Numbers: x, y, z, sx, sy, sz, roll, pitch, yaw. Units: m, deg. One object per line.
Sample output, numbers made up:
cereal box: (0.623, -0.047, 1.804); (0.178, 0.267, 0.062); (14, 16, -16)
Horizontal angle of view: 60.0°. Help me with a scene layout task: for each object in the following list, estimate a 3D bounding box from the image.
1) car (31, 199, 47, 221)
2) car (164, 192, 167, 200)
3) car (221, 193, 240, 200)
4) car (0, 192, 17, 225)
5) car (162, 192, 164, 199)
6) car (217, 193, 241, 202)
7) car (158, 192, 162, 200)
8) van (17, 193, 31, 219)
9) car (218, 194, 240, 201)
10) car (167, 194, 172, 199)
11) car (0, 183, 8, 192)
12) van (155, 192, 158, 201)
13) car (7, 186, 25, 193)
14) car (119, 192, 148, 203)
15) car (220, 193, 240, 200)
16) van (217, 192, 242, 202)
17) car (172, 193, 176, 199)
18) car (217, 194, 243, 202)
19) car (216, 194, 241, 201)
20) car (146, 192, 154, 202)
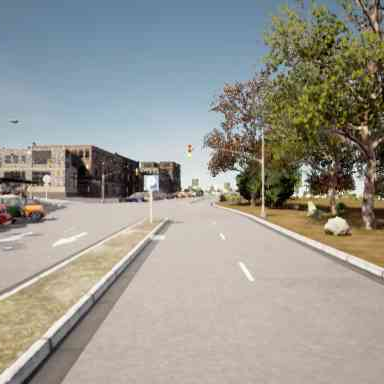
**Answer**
car: (-13.633, 1.359, 25.432); (4.553, 1.767, 2.185); (-1, 0, -19)
car: (-9.287, 1.328, 81.191); (4.674, 1.452, 2.002); (-1, 0, -13)
car: (10.337, 1.102, 89.377); (4.553, 1.767, 2.185); (1, 0, -11)
car: (-13.723, 1.222, 19.418); (5.566, 2.045, 2.435); (-1, 0, -20)
car: (-9.658, 1.327, 78.189); (4.674, 1.452, 2.002); (-1, 0, -13)
car: (7.651, 1.114, 68.807); (4.553, 1.767, 2.185); (1, 0, -14)
car: (-10.030, 1.289, 75.194); (4.892, 1.521, 2.231); (-1, 0, -14)
van: (-13.607, 1.252, 22.454); (4.442, 1.987, 1.878); (-1, 0, -19)
car: (8.700, 1.275, 77.640); (4.674, 1.452, 2.002); (1, 0, -13)
car: (-8.473, 1.328, 87.174); (4.674, 1.452, 2.002); (-1, 0, -12)
car: (-31.171, -0.470, 54.163); (2.435, 2.045, 5.566); (6, -3, -19)
van: (-10.257, 1.060, 72.223); (4.442, 1.987, 1.878); (-1, 0, -14)
car: (-28.177, 0.093, 54.103); (2.002, 1.452, 4.674); (6, -3, -19)
car: (-11.459, 1.322, 63.239); (4.792, 1.488, 2.163); (-1, 0, -15)
car: (9.439, 1.105, 83.507); (4.553, 1.767, 2.185); (1, 0, -12)
van: (7.268, 1.014, 65.838); (4.442, 1.987, 1.878); (1, 0, -14)
car: (-8.023, 1.036, 90.180); (5.566, 2.045, 2.435); (-1, 0, -12)
car: (8.186, 1.237, 71.801); (5.366, 1.575, 1.946); (1, 0, -13)
car: (8.168, 1.232, 74.652); (5.366, 1.575, 1.946); (1, 0, -13)
car: (-10.815, 1.280, 66.231); (5.366, 1.575, 1.946); (-1, 0, -15)
